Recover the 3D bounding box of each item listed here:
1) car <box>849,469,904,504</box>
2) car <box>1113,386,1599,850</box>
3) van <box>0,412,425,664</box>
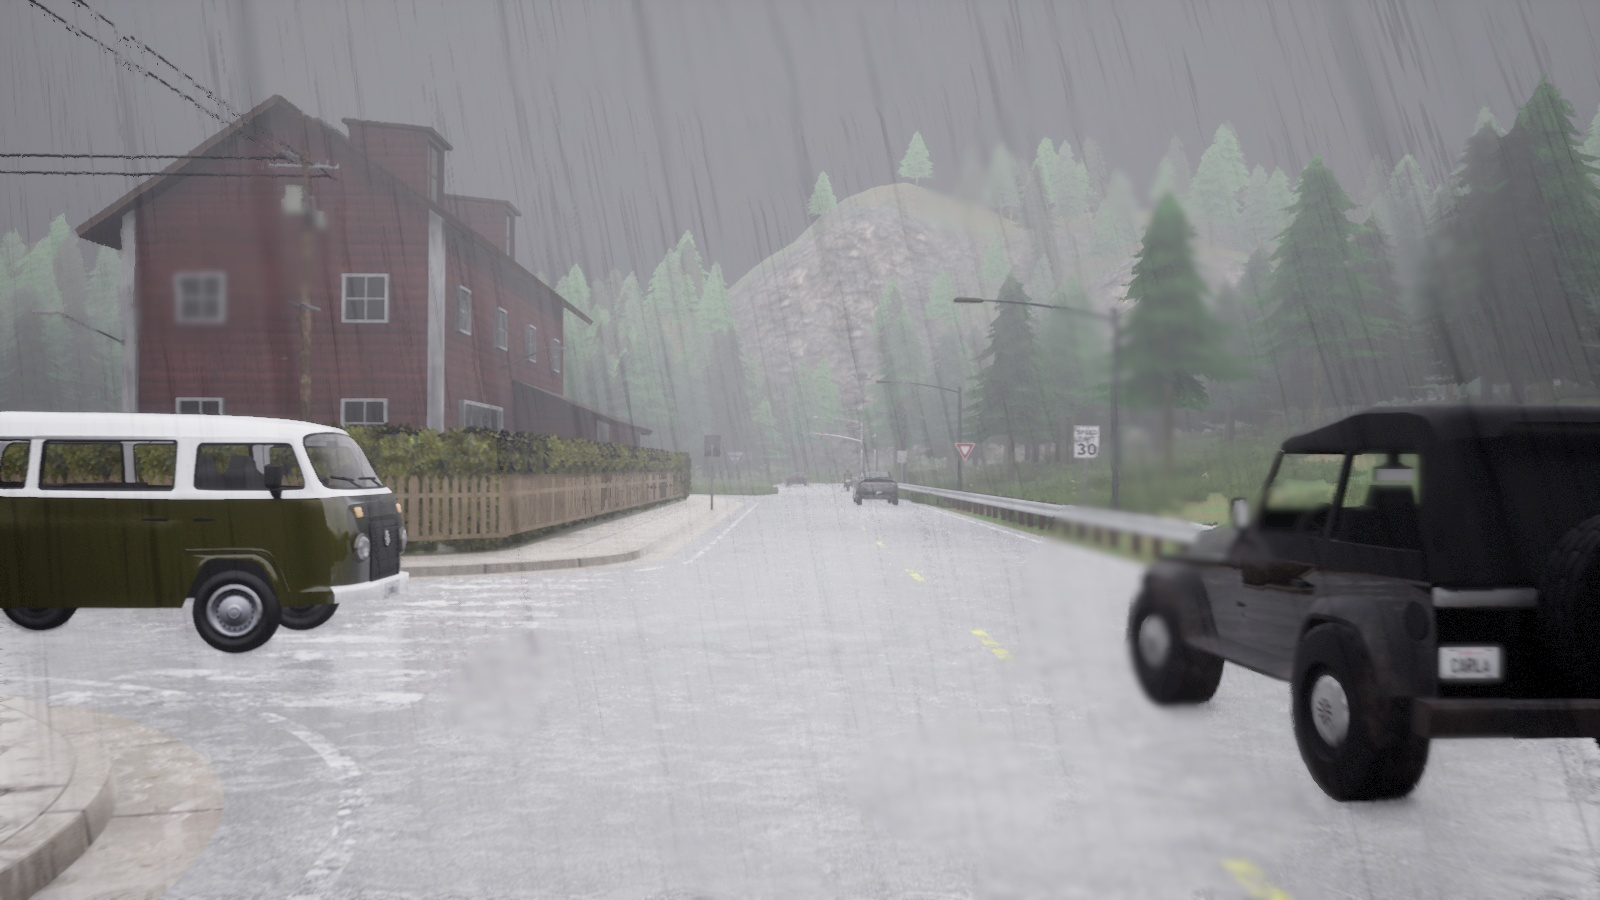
[{"bbox_3d":[3.366,1.605,56.201,2.128,1.511,4.902,0,-1,0],"label":"car"},{"bbox_3d":[3.345,0.703,7.104,1.905,1.878,3.866,0,-1,-5],"label":"car"},{"bbox_3d":[-5.895,0.729,11.262,4.480,2.038,2.069,0,-1,-2],"label":"van"}]
